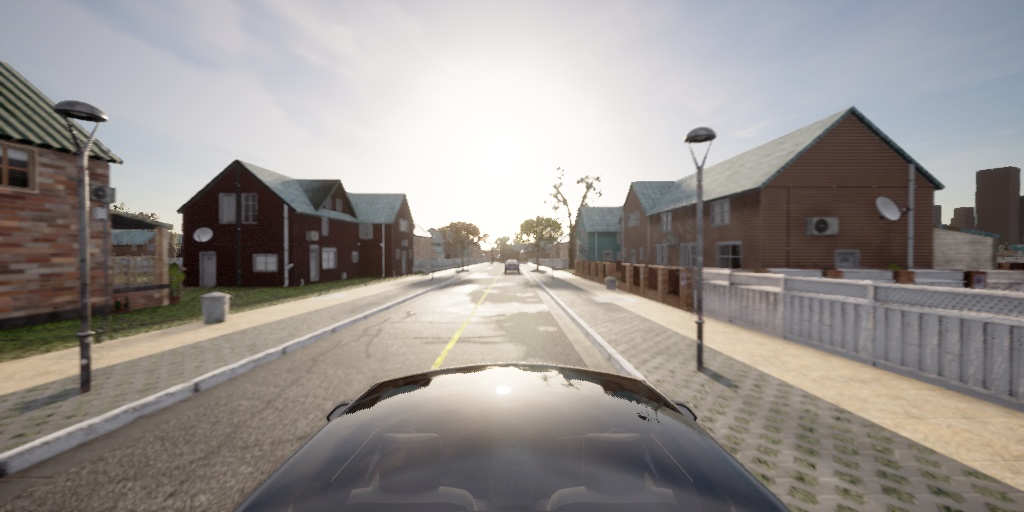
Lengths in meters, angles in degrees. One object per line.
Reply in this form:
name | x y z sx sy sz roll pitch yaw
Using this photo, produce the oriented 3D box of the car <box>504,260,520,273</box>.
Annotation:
car | 0.007 1.254 43.947 1.882 1.535 5.008 0 0 0
